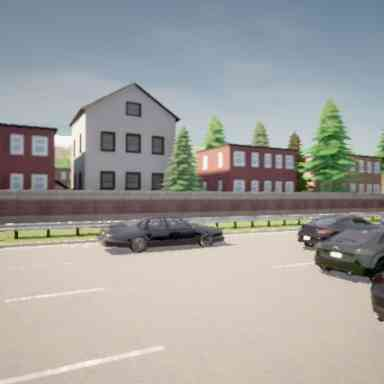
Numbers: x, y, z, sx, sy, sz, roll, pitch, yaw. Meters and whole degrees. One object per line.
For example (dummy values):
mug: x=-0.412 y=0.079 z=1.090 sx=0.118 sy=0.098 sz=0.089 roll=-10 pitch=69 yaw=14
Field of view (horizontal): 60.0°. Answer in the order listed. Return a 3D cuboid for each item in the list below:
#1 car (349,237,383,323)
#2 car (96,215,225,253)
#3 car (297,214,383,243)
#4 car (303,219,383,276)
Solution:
car: x=5.218 y=1.586 z=5.755 sx=4.892 sy=1.490 sz=1.837 roll=0 pitch=-1 yaw=-27
car: x=-1.264 y=1.691 z=14.227 sx=5.357 sy=1.411 sz=2.033 roll=1 pitch=-1 yaw=-27
car: x=6.637 y=1.701 z=14.358 sx=4.674 sy=1.442 sz=1.812 roll=1 pitch=-1 yaw=-27
car: x=5.686 y=1.689 z=9.933 sx=4.181 sy=1.385 sz=1.994 roll=1 pitch=-1 yaw=-27
